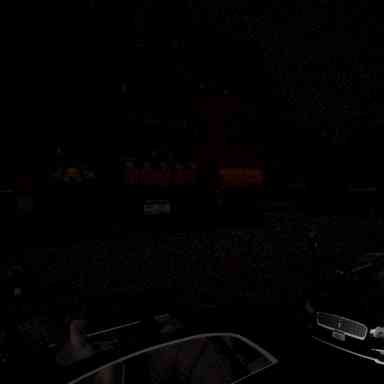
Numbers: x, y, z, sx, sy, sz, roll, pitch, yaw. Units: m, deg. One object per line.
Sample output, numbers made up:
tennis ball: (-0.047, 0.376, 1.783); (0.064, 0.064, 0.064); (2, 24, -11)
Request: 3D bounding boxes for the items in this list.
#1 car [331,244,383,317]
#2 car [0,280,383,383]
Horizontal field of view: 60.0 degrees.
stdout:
car: (3.595, 1.548, 5.408); (4.403, 1.369, 2.008); (0, -2, -36)
car: (-0.837, 1.550, 2.238); (4.403, 1.369, 2.008); (0, -2, -36)
